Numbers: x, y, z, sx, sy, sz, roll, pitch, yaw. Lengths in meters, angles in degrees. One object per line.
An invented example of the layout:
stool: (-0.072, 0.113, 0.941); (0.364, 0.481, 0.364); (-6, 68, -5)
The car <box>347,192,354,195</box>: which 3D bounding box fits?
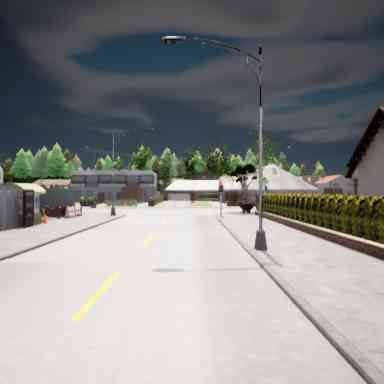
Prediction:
car: (38.004, 0.951, 78.375); (1.905, 1.878, 3.866); (0, 0, 0)
